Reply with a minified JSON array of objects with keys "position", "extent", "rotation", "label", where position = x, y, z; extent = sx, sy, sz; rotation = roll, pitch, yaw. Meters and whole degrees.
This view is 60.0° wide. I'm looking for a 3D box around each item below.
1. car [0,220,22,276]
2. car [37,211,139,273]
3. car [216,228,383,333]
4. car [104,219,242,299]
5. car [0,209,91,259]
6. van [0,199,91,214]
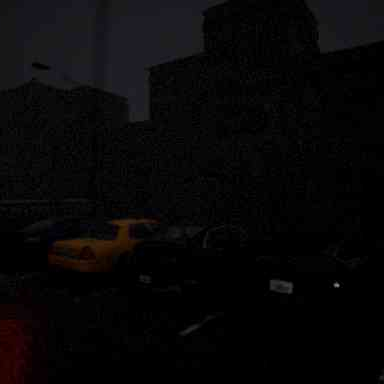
[{"position":[-6.452,1.493,7.974],"extent":[4.902,1.511,2.128],"rotation":[0,0,35],"label":"car"},{"position":[-1.670,1.477,10.369],"extent":[1.946,1.575,5.366],"rotation":[0,0,35],"label":"car"},{"position":[2.730,1.509,7.042],"extent":[2.163,1.488,4.792],"rotation":[0,0,35],"label":"car"},{"position":[0.463,1.480,8.614],"extent":[2.231,1.521,4.892],"rotation":[0,0,35],"label":"car"},{"position":[-4.025,1.522,11.817],"extent":[2.002,1.452,4.674],"rotation":[0,0,35],"label":"car"},{"position":[-6.237,1.259,13.252],"extent":[1.878,1.987,4.442],"rotation":[0,0,36],"label":"van"}]
